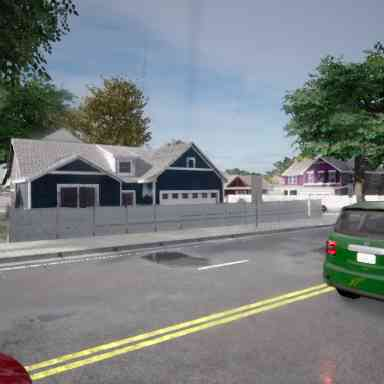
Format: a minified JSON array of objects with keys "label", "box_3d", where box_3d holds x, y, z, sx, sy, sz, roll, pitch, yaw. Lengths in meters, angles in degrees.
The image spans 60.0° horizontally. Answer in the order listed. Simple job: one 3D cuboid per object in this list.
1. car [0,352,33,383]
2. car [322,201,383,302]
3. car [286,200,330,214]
[{"label":"car","box_3d":[-3.244,1.476,1.128,5.008,1.535,1.882,0,0,-35]},{"label":"car","box_3d":[5.145,1.208,7.150,5.566,2.045,2.150,0,0,-35]},{"label":"car","box_3d":[12.646,1.573,36.443,1.994,1.385,4.181,-1,0,-34]}]
